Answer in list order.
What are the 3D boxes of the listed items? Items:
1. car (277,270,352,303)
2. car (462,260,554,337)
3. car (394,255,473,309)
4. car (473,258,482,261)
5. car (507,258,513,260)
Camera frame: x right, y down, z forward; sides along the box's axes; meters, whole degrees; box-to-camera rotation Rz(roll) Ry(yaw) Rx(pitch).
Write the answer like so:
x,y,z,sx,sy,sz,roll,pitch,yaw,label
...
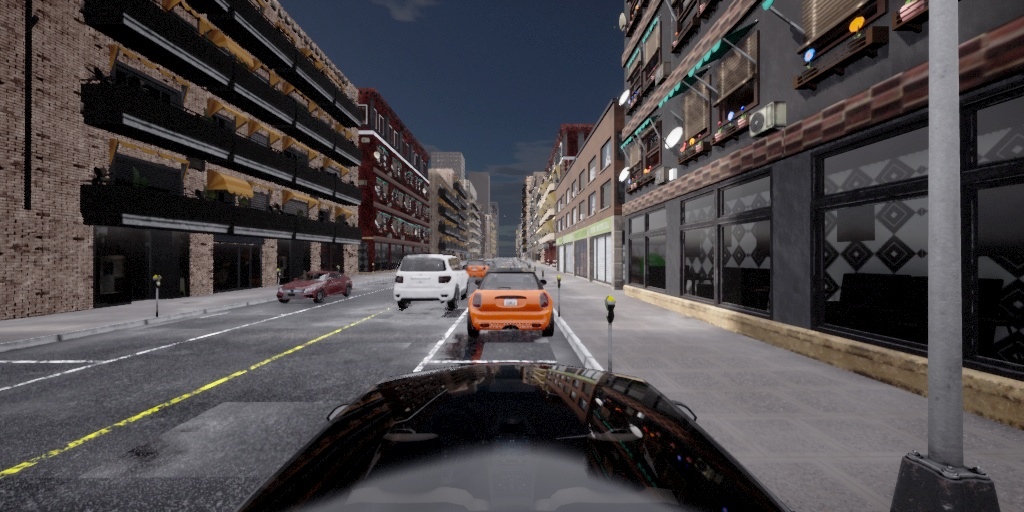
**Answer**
x,y,z,sx,sy,sz,roll,pitch,yaw,label
-8.837,1.333,16.462,1.802,1.307,4.207,0,0,0,car
-0.032,1.103,10.469,2.097,1.767,4.553,0,0,0,car
-3.146,0.973,14.979,2.150,2.045,5.566,0,0,0,car
-3.055,1.102,31.431,2.097,1.767,4.553,0,0,0,car
-0.456,1.275,39.173,1.751,1.417,4.829,0,0,0,car
